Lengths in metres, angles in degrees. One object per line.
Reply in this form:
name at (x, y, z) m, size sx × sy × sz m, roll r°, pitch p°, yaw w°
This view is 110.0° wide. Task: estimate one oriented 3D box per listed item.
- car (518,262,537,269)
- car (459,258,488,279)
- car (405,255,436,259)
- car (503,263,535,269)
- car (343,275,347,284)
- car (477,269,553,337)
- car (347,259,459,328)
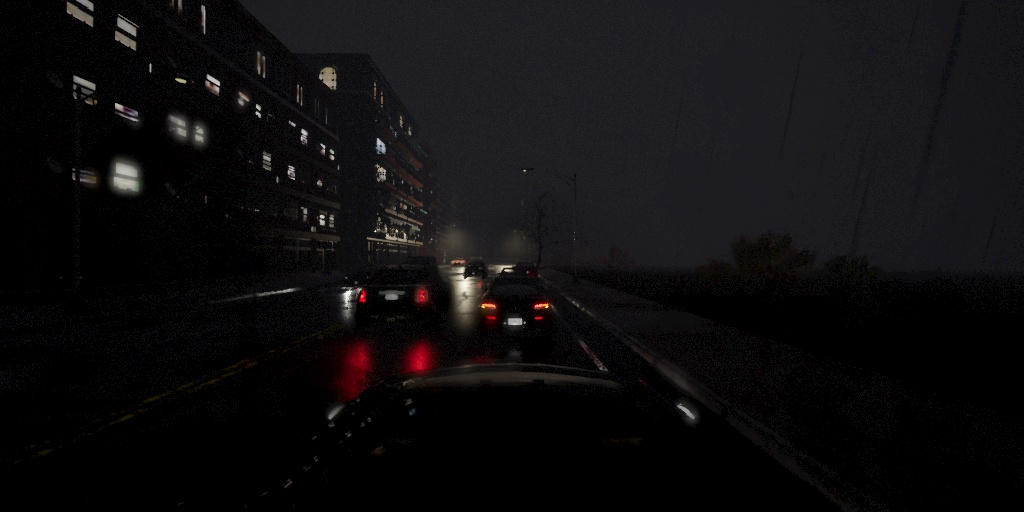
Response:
car at (1.065, 1.232, 29.878) m, size 1.882 × 1.535 × 5.008 m, roll 0°, pitch 0°, yaw 0°
car at (-3.231, 1.247, 32.697) m, size 2.128 × 1.511 × 4.902 m, roll 0°, pitch 0°, yaw 0°
car at (-6.661, 0.975, 25.689) m, size 2.150 × 2.045 × 5.566 m, roll 0°, pitch 0°, yaw 0°
car at (0.053, 1.317, 20.350) m, size 1.994 × 1.385 × 4.181 m, roll 0°, pitch 0°, yaw 0°
car at (-9.909, 1.301, 25.381) m, size 2.033 × 1.411 × 5.357 m, roll 0°, pitch 0°, yaw 0°
car at (0.070, 1.277, 10.183) m, size 1.812 × 1.442 × 4.674 m, roll 0°, pitch 0°, yaw 0°
car at (-3.178, 1.105, 11.577) m, size 2.097 × 1.767 × 4.553 m, roll 0°, pitch 0°, yaw 0°
